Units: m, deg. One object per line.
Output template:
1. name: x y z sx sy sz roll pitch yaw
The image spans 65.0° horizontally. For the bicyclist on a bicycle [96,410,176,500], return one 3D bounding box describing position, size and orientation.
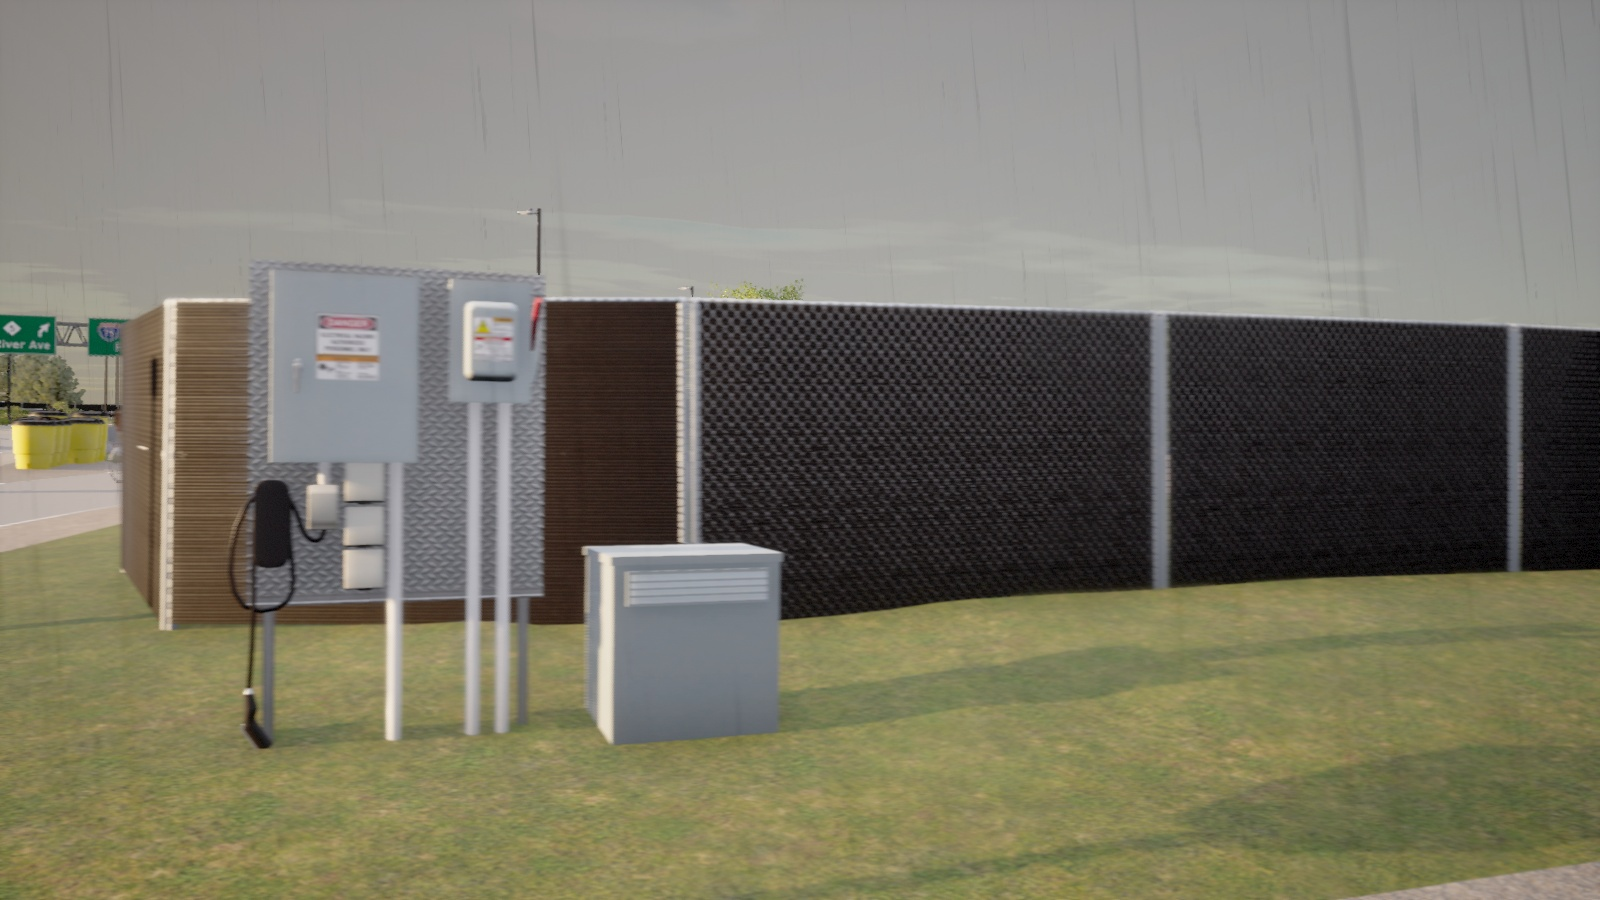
1. bicyclist on a bicycle: -13.623 0.075 25.827 0.659 1.776 1.843 -1 2 -1
